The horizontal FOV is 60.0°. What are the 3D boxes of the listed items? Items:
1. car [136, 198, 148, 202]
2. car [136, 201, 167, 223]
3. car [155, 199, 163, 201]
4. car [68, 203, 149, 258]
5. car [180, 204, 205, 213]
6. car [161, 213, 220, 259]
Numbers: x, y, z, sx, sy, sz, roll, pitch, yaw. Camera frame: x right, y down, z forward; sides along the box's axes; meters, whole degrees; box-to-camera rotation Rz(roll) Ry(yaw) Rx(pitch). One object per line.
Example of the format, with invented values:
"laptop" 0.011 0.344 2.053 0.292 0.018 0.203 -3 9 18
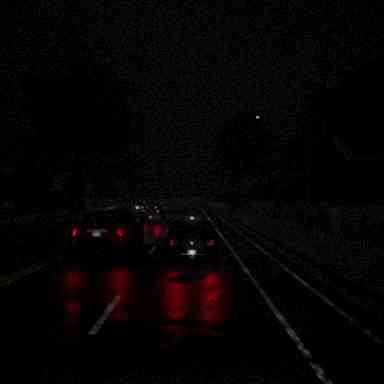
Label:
"car" -9.762 1.998 65.394 2.097 1.767 4.553 0 -1 0
"car" -3.227 1.775 28.509 2.128 1.511 4.902 0 0 0
"car" -6.510 2.170 65.342 1.812 1.442 4.674 0 -1 0
"car" -3.228 1.485 13.435 2.097 1.767 4.553 0 -1 0
"car" 0.023 1.789 28.504 1.837 1.490 4.892 0 0 0
"car" 0.020 1.733 13.262 1.895 1.301 4.718 0 -1 0
